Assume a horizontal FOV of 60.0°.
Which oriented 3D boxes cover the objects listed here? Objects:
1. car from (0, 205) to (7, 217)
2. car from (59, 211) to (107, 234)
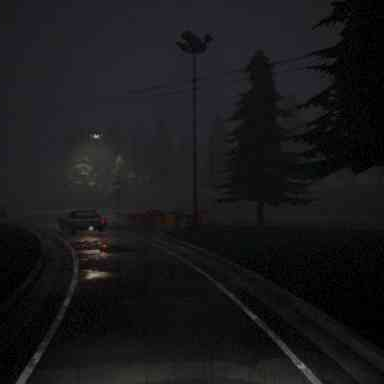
[{"bbox_3d":[-21.564,1.902,35.111,5.008,1.535,1.882,-1,-1,33],"label":"car"},{"bbox_3d":[-6.994,1.813,20.921,1.895,1.301,4.718,0,-1,-33],"label":"car"}]
